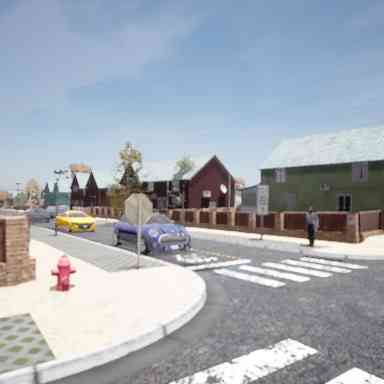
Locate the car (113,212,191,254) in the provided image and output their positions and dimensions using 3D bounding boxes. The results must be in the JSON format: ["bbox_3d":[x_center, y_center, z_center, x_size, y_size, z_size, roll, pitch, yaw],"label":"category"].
[{"bbox_3d":[-1.954,1.731,15.424,2.097,1.767,4.553,2,-3,-34],"label":"car"}]

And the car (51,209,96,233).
[{"bbox_3d":[-8.886,2.198,25.257,1.882,1.535,5.008,2,-2,-35],"label":"car"}]

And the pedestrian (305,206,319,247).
[{"bbox_3d":[5.440,1.559,15.186,0.375,1.860,0.375,0,0,-35],"label":"pedestrian"}]

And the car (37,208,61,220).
[{"bbox_3d":[-19.720,3.001,45.635,2.033,1.411,5.357,2,-3,-35],"label":"car"}]

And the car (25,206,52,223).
[{"bbox_3d":[-17.018,2.627,36.772,1.837,1.490,4.892,2,-3,-35],"label":"car"}]

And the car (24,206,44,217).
[{"bbox_3d":[-25.659,3.101,54.028,2.097,1.767,4.553,2,-3,-35],"label":"car"}]
